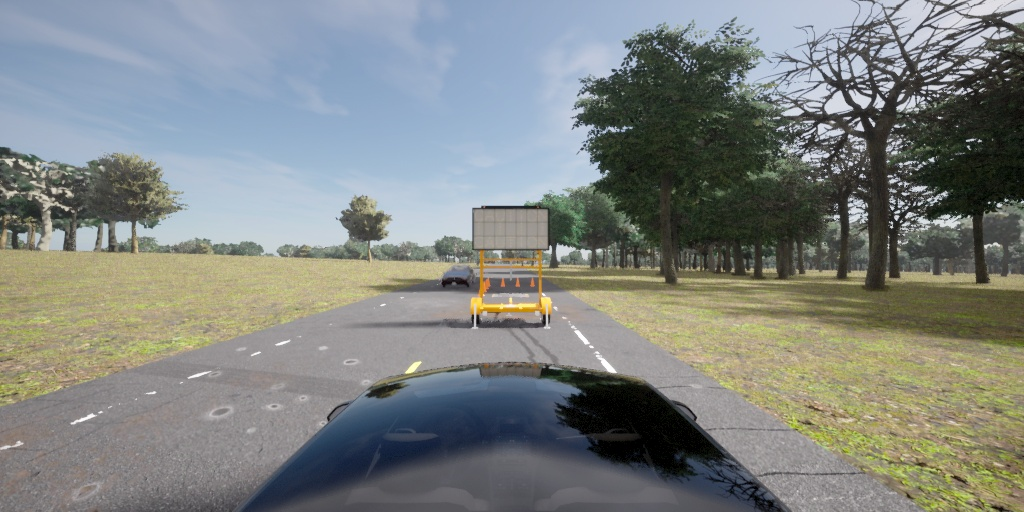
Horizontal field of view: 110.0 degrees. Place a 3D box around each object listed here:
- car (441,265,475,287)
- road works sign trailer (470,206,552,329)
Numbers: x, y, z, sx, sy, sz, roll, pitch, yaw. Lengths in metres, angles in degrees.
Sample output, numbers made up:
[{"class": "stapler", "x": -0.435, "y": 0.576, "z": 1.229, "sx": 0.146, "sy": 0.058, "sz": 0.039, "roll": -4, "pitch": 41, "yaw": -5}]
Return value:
[{"class": "car", "x": -3.640, "y": 1.359, "z": 25.117, "sx": 2.033, "sy": 1.411, "sz": 5.357, "roll": 0, "pitch": 0, "yaw": 0}, {"class": "road works sign trailer", "x": -0.036, "y": 0.226, "z": 11.298, "sx": 2.380, "sy": 3.560, "sz": 2.880, "roll": 0, "pitch": 0, "yaw": 0}]
